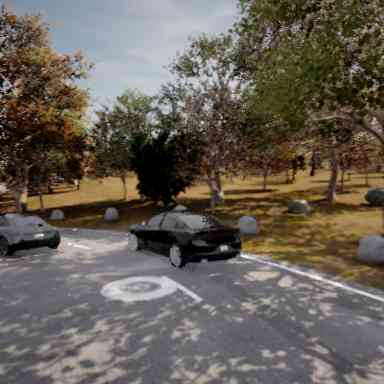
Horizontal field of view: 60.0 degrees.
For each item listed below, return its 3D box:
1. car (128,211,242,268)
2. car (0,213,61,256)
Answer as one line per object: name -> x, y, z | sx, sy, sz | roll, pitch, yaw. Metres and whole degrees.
car -> -0.472, 1.366, 11.103 | 1.882, 1.535, 5.008 | -1, 1, -33
car -> -7.059, 1.548, 13.248 | 4.181, 1.385, 1.994 | 0, 1, 39
